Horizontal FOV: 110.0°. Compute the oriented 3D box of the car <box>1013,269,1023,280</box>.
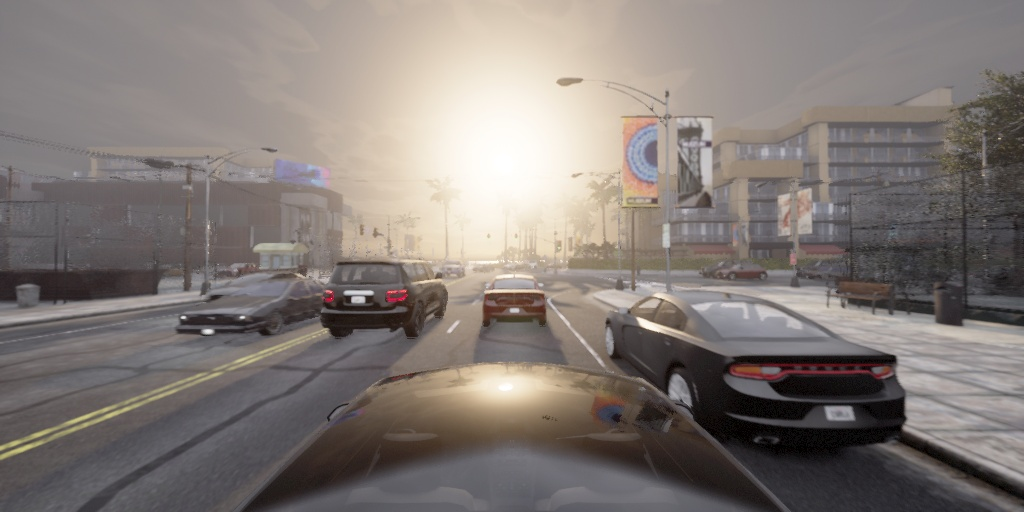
[{"bbox_3d":[45.181,1.461,29.495,4.553,1.767,2.097,0,-1,-1],"label":"car"}]

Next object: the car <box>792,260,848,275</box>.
[{"bbox_3d":[34.525,1.468,39.982,5.566,2.045,2.150,0,-1,0],"label":"car"}]

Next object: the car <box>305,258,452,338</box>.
[{"bbox_3d":[-3.423,1.091,10.695,2.150,2.045,5.566,0,0,0],"label":"car"}]

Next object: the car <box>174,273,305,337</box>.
[{"bbox_3d":[-7.099,1.418,11.041,2.033,1.411,5.357,0,-1,0],"label":"car"}]

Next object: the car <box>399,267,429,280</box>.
[{"bbox_3d":[-10.565,1.835,39.103,1.895,1.301,4.718,0,-1,0],"label":"car"}]

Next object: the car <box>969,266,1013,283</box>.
[{"bbox_3d":[45.180,1.659,32.993,4.892,1.490,1.837,0,-1,-1],"label":"car"}]

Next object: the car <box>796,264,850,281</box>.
[{"bbox_3d":[32.672,1.746,36.467,5.357,1.411,2.033,0,-1,0],"label":"car"}]

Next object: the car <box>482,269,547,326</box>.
[{"bbox_3d":[0.084,1.364,12.249,1.882,1.535,5.008,0,-1,0],"label":"car"}]

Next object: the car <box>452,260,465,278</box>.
[{"bbox_3d":[-7.048,1.511,43.324,2.150,2.045,5.566,0,-1,1],"label":"car"}]

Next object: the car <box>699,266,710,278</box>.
[{"bbox_3d":[23.920,1.465,39.912,5.566,2.045,2.150,0,-1,0],"label":"car"}]

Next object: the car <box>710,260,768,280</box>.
[{"bbox_3d":[23.172,1.550,36.396,4.553,1.767,2.097,0,-1,0],"label":"car"}]

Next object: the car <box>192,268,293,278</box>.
[{"bbox_3d":[-10.599,1.432,15.400,1.837,1.490,4.892,0,-1,0],"label":"car"}]

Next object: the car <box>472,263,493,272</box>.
[{"bbox_3d":[-5.333,2.027,61.434,1.837,1.490,4.892,0,-1,16],"label":"car"}]
